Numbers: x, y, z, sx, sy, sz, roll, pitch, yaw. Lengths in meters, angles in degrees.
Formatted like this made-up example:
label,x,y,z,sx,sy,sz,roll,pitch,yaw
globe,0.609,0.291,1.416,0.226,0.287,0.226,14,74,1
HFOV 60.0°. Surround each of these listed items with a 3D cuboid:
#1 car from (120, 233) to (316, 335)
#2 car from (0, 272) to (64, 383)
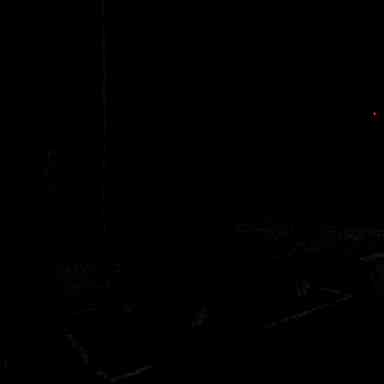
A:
label,x,y,z,sx,sy,sz,roll,pitch,yaw
car,0.724,1.552,6.704,4.313,1.339,1.947,0,0,-35
car,-3.763,1.549,3.504,4.507,1.381,1.887,0,0,-35
